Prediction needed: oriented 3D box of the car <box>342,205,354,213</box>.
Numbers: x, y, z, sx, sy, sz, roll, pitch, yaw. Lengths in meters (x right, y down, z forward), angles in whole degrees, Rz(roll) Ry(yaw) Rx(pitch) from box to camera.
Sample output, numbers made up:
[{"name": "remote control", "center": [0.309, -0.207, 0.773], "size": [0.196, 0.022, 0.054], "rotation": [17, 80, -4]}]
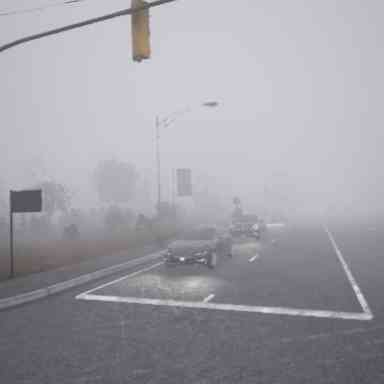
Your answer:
[{"name": "car", "center": [34.365, 3.665, 73.277], "size": [2.097, 1.767, 4.553], "rotation": [-3, -3, 23]}]

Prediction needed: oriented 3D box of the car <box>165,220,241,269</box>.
[{"name": "car", "center": [0.489, 2.168, 13.874], "size": [1.837, 1.490, 4.892], "rotation": [-3, -3, 20]}]

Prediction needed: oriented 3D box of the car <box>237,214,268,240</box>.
[{"name": "car", "center": [4.023, 2.352, 23.481], "size": [2.097, 1.767, 4.553], "rotation": [-3, -3, 20]}]

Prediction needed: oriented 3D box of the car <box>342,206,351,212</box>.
[{"name": "car", "center": [38.448, 4.125, 82.717], "size": [1.895, 1.301, 4.718], "rotation": [-3, -3, 24]}]

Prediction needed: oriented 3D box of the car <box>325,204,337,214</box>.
[{"name": "car", "center": [30.985, 3.698, 74.270], "size": [2.150, 2.045, 5.566], "rotation": [-3, -3, 23]}]

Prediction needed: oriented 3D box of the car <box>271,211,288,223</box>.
[{"name": "car", "center": [11.418, 3.177, 43.302], "size": [2.128, 1.511, 4.902], "rotation": [-3, -3, 21]}]

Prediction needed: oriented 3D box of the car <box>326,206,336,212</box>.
[{"name": "car", "center": [35.244, 4.266, 84.120], "size": [2.033, 1.411, 5.357], "rotation": [-3, -3, 24]}]
